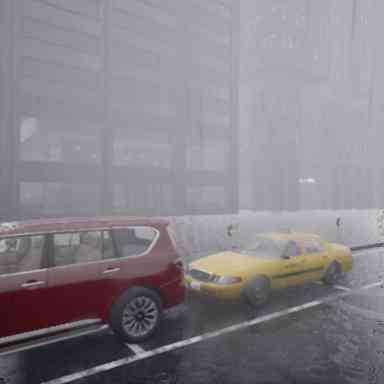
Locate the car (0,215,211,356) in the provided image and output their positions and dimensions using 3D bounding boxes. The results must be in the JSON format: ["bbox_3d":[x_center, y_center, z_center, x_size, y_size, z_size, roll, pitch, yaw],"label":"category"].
[{"bbox_3d":[-2.408,1.323,4.934,5.009,1.841,2.192,1,-1,-35],"label":"car"}]

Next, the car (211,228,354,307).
[{"bbox_3d":[2.045,1.591,8.109,4.829,1.417,1.752,1,-1,-35],"label":"car"}]
